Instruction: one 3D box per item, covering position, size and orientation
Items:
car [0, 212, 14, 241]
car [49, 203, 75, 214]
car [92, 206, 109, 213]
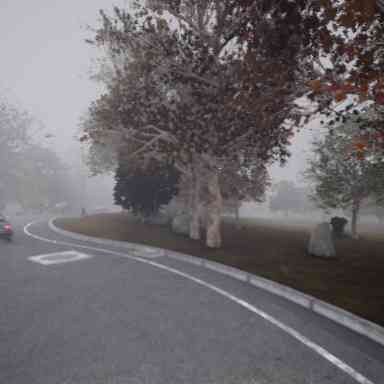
[{"bbox_3d":[-10.089,1.624,16.219,2.033,1.411,5.357,-1,1,-38],"label":"car"},{"bbox_3d":[-17.571,2.234,45.173,1.837,1.490,4.892,-1,-3,3],"label":"car"},{"bbox_3d":[-16.824,3.344,61.174,1.882,1.535,5.008,-1,-4,3],"label":"car"}]
